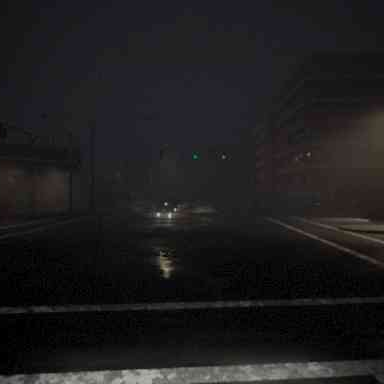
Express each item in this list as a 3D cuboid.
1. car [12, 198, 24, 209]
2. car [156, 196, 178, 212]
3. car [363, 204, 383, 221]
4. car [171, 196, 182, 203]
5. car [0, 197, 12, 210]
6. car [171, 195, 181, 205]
[{"bbox_3d":[-23.903,1.454,42.799,3.806,1.475,1.970,0,0,1],"label":"car"},{"bbox_3d":[-3.017,1.545,38.551,2.033,1.411,5.357,0,0,0],"label":"car"},{"bbox_3d":[16.297,1.562,27.004,4.181,1.385,1.994,0,0,1],"label":"car"},{"bbox_3d":[-3.101,1.544,68.478,2.033,1.411,5.357,0,0,0],"label":"car"},{"bbox_3d":[-23.203,1.293,37.046,4.611,1.667,2.242,0,0,1],"label":"car"},{"bbox_3d":[-3.052,1.475,48.128,1.882,1.535,5.008,0,0,0],"label":"car"}]
